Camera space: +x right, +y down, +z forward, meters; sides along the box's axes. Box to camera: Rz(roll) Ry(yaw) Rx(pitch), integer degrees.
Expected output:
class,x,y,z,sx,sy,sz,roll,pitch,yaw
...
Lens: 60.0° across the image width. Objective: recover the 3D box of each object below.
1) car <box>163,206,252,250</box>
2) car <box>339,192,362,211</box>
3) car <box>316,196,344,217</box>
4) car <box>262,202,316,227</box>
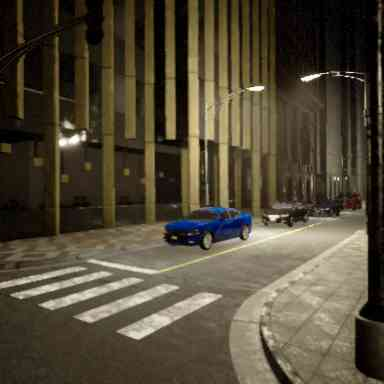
class,x,y,z,sx,sy,sz,roll,pitch,yaw
car,0.816,1.423,14.385,1.882,1.535,5.008,-1,0,37
car,18.364,1.064,39.032,2.150,2.045,5.566,-1,0,36
car,12.112,1.402,30.305,1.812,1.442,4.674,-1,0,35
car,6.297,1.402,22.103,2.128,1.511,4.902,-1,0,35
